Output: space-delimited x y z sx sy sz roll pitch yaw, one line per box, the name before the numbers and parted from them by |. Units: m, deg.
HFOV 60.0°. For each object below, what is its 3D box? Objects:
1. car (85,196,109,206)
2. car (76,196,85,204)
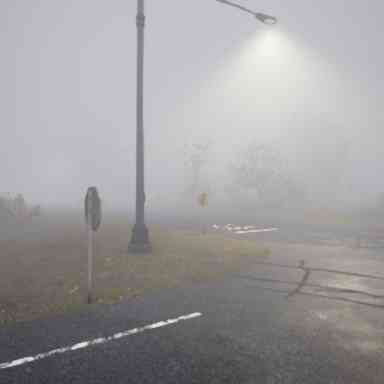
car | -14.975 1.432 53.125 2.033 1.411 5.357 0 0 -33
car | -18.975 1.419 59.034 2.033 1.411 5.357 0 0 -34
